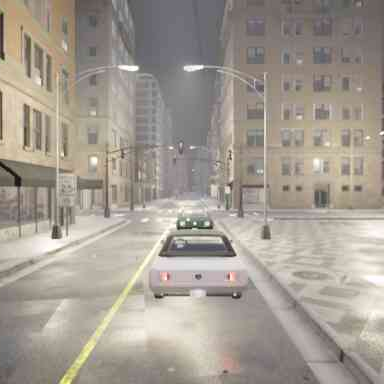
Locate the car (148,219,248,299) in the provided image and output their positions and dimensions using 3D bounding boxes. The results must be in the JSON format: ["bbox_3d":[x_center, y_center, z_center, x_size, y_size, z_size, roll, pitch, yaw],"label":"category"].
[{"bbox_3d":[0.121,1.595,8.390,1.895,1.301,4.718,0,0,0],"label":"car"}]

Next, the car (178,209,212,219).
[{"bbox_3d":[0.146,1.587,18.625,1.895,1.301,4.718,0,0,0],"label":"car"}]
